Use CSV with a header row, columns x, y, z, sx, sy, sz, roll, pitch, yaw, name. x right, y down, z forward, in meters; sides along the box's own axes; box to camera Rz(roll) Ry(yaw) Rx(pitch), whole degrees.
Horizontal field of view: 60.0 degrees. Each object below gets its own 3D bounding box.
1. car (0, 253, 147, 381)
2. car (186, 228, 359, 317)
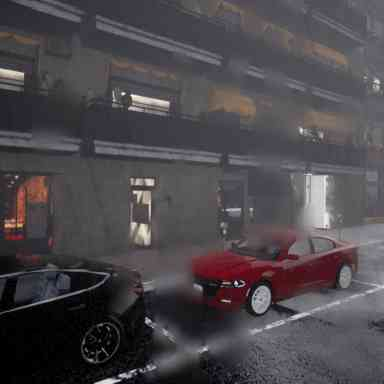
x,y,z,sx,sy,sz,roll,pitch,yaw,name
-2.663,1.566,4.191,4.313,1.339,1.947,0,1,-36,car
1.953,1.546,7.485,4.507,1.381,1.887,0,1,-36,car
